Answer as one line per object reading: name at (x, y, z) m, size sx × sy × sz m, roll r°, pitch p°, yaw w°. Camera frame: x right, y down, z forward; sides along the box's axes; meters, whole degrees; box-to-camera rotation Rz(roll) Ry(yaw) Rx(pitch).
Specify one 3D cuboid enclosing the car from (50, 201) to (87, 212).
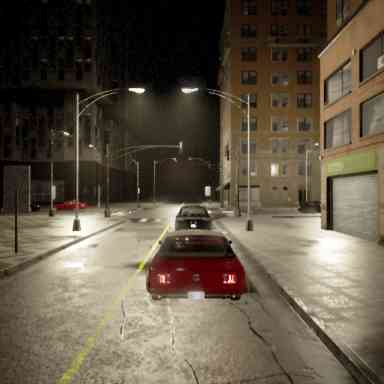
car at (-14.553, 1.697, 39.321) m, size 4.206 × 1.307 × 1.802 m, roll 0°, pitch 0°, yaw 0°

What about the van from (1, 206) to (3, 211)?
van at (-20.185, 1.422, 30.791) m, size 3.998 × 1.788 × 1.690 m, roll 0°, pitch 0°, yaw 0°

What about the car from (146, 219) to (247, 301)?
car at (0.081, 1.600, 8.282) m, size 1.895 × 1.301 × 4.718 m, roll 0°, pitch 0°, yaw 0°

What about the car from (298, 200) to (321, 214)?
car at (12.041, 1.412, 30.826) m, size 4.313 × 1.339 × 1.947 m, roll 0°, pitch 0°, yaw 0°

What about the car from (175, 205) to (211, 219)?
car at (0.059, 1.472, 18.431) m, size 1.882 × 1.535 × 5.008 m, roll 0°, pitch 0°, yaw 0°

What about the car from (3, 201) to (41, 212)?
car at (-20.201, 1.721, 39.315) m, size 4.313 × 1.339 × 1.947 m, roll 0°, pitch 0°, yaw 0°
